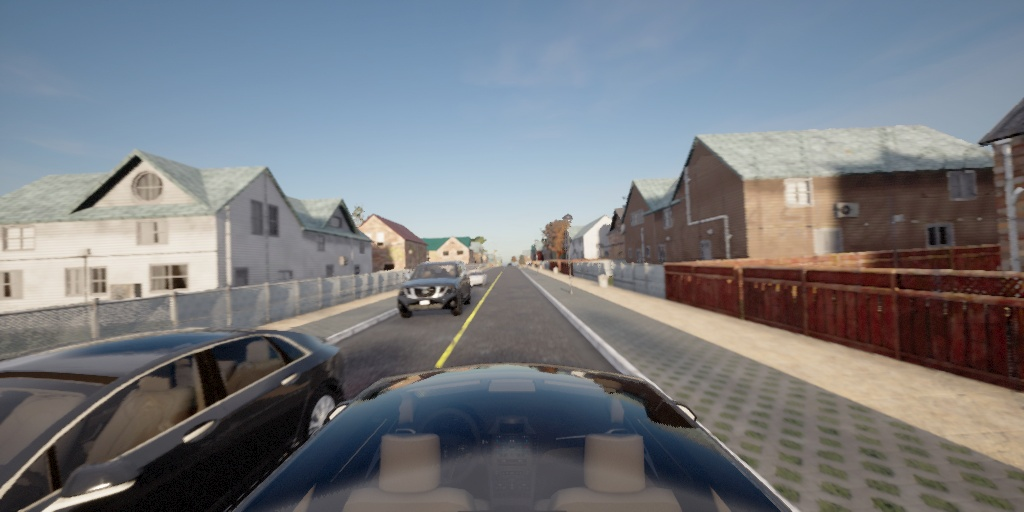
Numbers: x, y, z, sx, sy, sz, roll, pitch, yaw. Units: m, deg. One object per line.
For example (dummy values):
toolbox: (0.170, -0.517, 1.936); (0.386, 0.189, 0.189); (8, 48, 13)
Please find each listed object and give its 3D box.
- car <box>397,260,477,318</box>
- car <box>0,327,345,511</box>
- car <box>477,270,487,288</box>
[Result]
car: (-2.968, 1.218, 14.829); (2.150, 2.045, 5.566); (-3, 0, 0)
car: (-2.884, 1.390, 2.374); (1.837, 1.490, 4.892); (-3, 0, 0)
car: (-3.000, 1.738, 28.071); (1.895, 1.301, 4.718); (-3, -1, 0)
